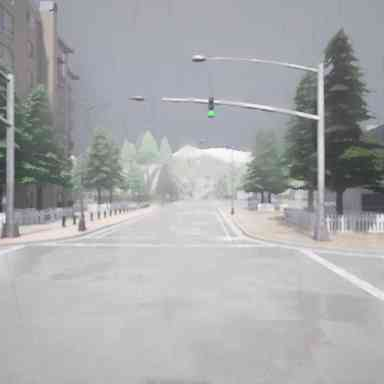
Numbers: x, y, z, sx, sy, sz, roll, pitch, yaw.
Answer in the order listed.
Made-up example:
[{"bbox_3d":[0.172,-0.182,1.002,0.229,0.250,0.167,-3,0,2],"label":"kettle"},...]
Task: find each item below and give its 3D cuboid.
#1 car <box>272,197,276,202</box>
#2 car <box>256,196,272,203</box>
[{"bbox_3d":[20.212,2.002,85.050,1.970,1.475,3.806,0,0,3],"label":"car"},{"bbox_3d":[16.836,1.944,77.801,1.845,1.501,3.633,0,0,3],"label":"car"}]
